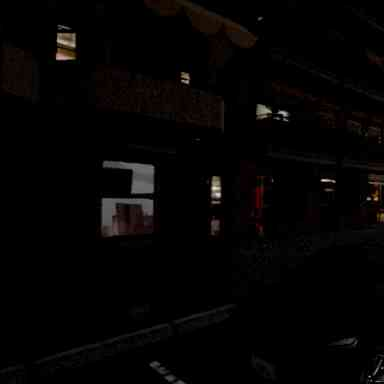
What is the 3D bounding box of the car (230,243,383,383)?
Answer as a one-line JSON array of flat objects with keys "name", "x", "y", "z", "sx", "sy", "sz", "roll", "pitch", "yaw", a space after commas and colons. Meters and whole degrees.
[{"name": "car", "x": 2.504, "y": 1.530, "z": 4.911, "sx": 4.313, "sy": 1.339, "sz": 1.947, "roll": 0, "pitch": 2, "yaw": -37}]
